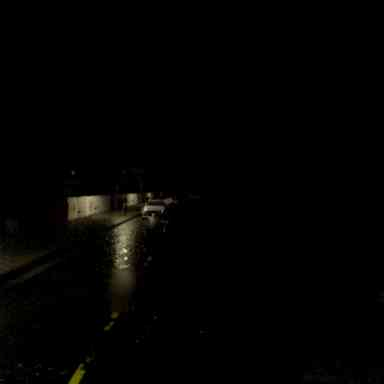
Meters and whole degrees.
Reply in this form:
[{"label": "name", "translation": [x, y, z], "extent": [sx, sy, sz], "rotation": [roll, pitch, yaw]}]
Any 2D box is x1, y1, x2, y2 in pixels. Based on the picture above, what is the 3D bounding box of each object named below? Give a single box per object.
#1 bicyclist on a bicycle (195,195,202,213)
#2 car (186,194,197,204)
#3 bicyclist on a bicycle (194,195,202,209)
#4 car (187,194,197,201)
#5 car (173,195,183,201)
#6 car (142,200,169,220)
[{"label": "bicyclist on a bicycle", "translation": [0.742, 1.261, 32.380], "extent": [0.582, 1.620, 1.656], "rotation": [0, 0, 0]}, {"label": "car", "translation": [0.023, 1.212, 56.985], "extent": [1.812, 1.442, 4.674], "rotation": [0, 0, 0]}, {"label": "bicyclist on a bicycle", "translation": [0.739, 1.202, 41.019], "extent": [0.866, 1.612, 1.509], "rotation": [0, 0, 0]}, {"label": "car", "translation": [-0.030, 1.131, 74.880], "extent": [2.128, 1.511, 4.902], "rotation": [0, 0, 0]}, {"label": "car", "translation": [-2.781, 1.218, 67.941], "extent": [1.994, 1.385, 4.181], "rotation": [0, 0, 0]}, {"label": "car", "translation": [-2.860, 1.365, 26.741], "extent": [1.812, 1.442, 4.674], "rotation": [0, 0, 0]}]
